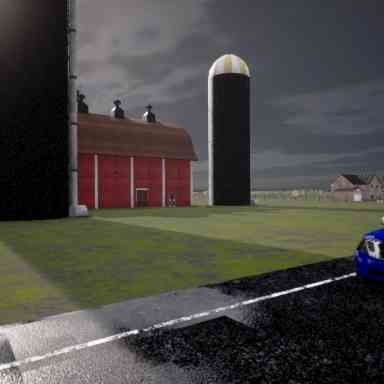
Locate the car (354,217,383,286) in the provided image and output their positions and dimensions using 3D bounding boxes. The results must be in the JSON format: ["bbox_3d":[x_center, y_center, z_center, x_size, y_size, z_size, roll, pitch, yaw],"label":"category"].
[{"bbox_3d":[6.378,1.219,8.319,5.566,2.045,2.150,0,0,-35],"label":"car"}]
